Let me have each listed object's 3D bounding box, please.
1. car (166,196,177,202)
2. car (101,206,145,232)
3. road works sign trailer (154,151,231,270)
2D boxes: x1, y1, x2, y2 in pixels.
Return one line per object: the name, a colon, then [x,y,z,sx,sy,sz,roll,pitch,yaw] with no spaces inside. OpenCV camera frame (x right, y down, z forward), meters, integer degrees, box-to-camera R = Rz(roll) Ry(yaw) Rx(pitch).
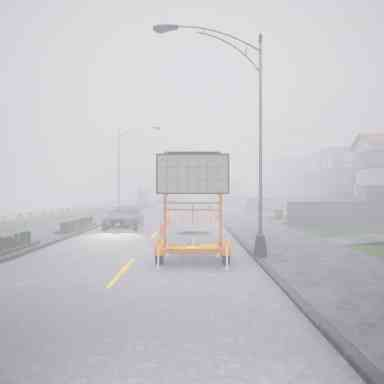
car: [-3.868,1.547,62.599,2.033,1.411,5.357,0,0,0]
car: [-4.061,1.564,20.114,1.994,1.385,4.181,0,0,0]
road works sign trailer: [0.022,0.464,11.029,2.380,3.560,2.880,0,0,0]
